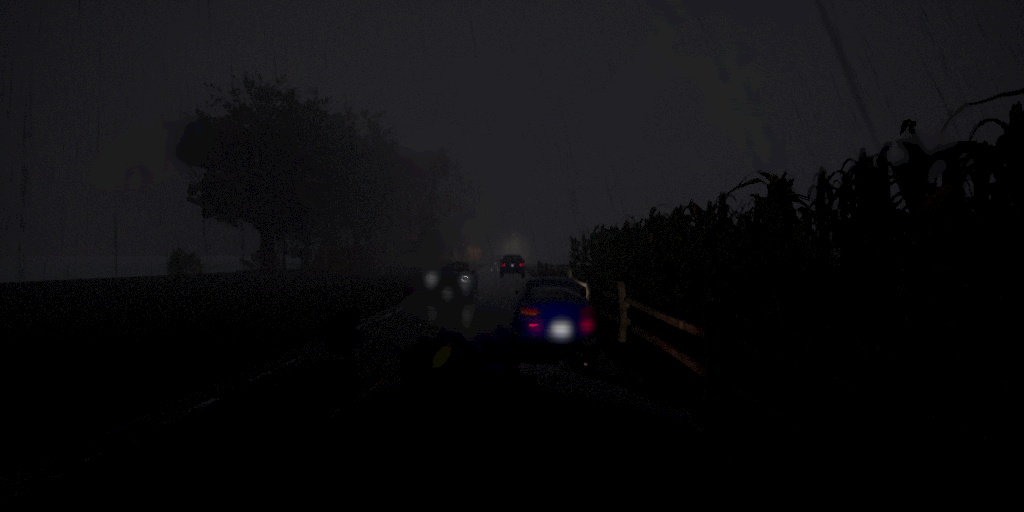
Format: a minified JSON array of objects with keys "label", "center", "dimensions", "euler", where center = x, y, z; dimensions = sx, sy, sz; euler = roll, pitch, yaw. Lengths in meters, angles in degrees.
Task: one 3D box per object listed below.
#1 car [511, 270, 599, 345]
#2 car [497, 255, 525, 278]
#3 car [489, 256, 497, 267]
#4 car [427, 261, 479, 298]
[{"label":"car","center":[0.959,1.256,9.264],"dimensions":[1.812,1.442,4.674],"euler":[0,0,0]},{"label":"car","center":[0.031,0.891,33.189],"dimensions":[2.150,2.045,5.566],"euler":[0,0,0]},{"label":"car","center":[-2.853,1.089,62.062],"dimensions":[2.128,1.511,4.902],"euler":[0,0,0]},{"label":"car","center":[-2.859,1.058,18.163],"dimensions":[2.097,1.767,4.553],"euler":[0,0,0]}]
